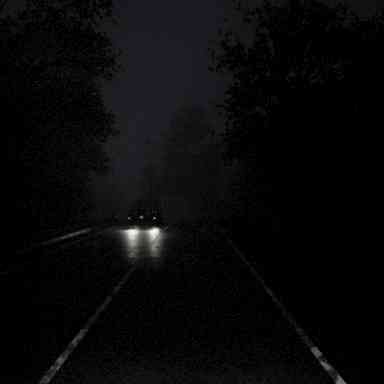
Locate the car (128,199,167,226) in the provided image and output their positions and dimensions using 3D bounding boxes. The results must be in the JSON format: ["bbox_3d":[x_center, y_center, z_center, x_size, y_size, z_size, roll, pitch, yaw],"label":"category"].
[{"bbox_3d":[-3.539,1.539,26.241,2.150,2.045,5.566,0,-3,0],"label":"car"}]
